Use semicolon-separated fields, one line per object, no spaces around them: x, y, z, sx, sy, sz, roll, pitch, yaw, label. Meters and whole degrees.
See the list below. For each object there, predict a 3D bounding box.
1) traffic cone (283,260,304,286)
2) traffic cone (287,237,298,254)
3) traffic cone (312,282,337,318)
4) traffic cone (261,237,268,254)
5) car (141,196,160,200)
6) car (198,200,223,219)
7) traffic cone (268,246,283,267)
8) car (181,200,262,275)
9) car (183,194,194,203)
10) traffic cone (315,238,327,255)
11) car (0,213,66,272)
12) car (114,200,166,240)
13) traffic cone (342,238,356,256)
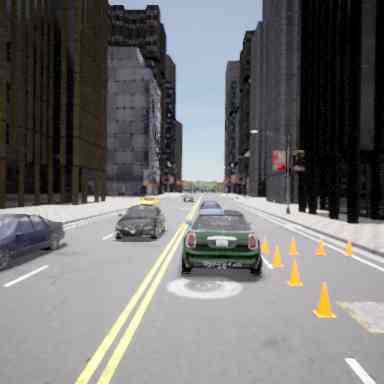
2.508;1.945;8.105;0.340;0.580;0.340;1;0;2;traffic cone
3.663;1.940;12.063;0.340;0.580;0.340;1;0;2;traffic cone
2.430;1.955;6.106;0.340;0.580;0.340;1;0;2;traffic cone
2.664;1.926;12.102;0.340;0.580;0.340;1;0;2;traffic cone
-4.770;1.211;38.638;1.882;1.535;5.008;1;0;2;car
1.552;1.432;28.846;1.994;1.385;4.181;1;0;2;car
2.586;1.936;10.103;0.340;0.580;0.340;1;0;2;traffic cone
0.840;1.307;10.535;2.097;1.767;4.553;1;0;2;car
-0.638;1.168;59.803;2.128;1.511;4.902;1;0;3;car
4.662;1.953;12.024;0.340;0.580;0.340;1;0;2;traffic cone
-5.865;1.414;10.598;2.033;1.411;5.357;1;0;2;car
-2.388;1.386;16.325;1.837;1.490;4.892;1;1;2;car
5.661;1.966;11.985;0.340;0.580;0.340;1;0;2;traffic cone
